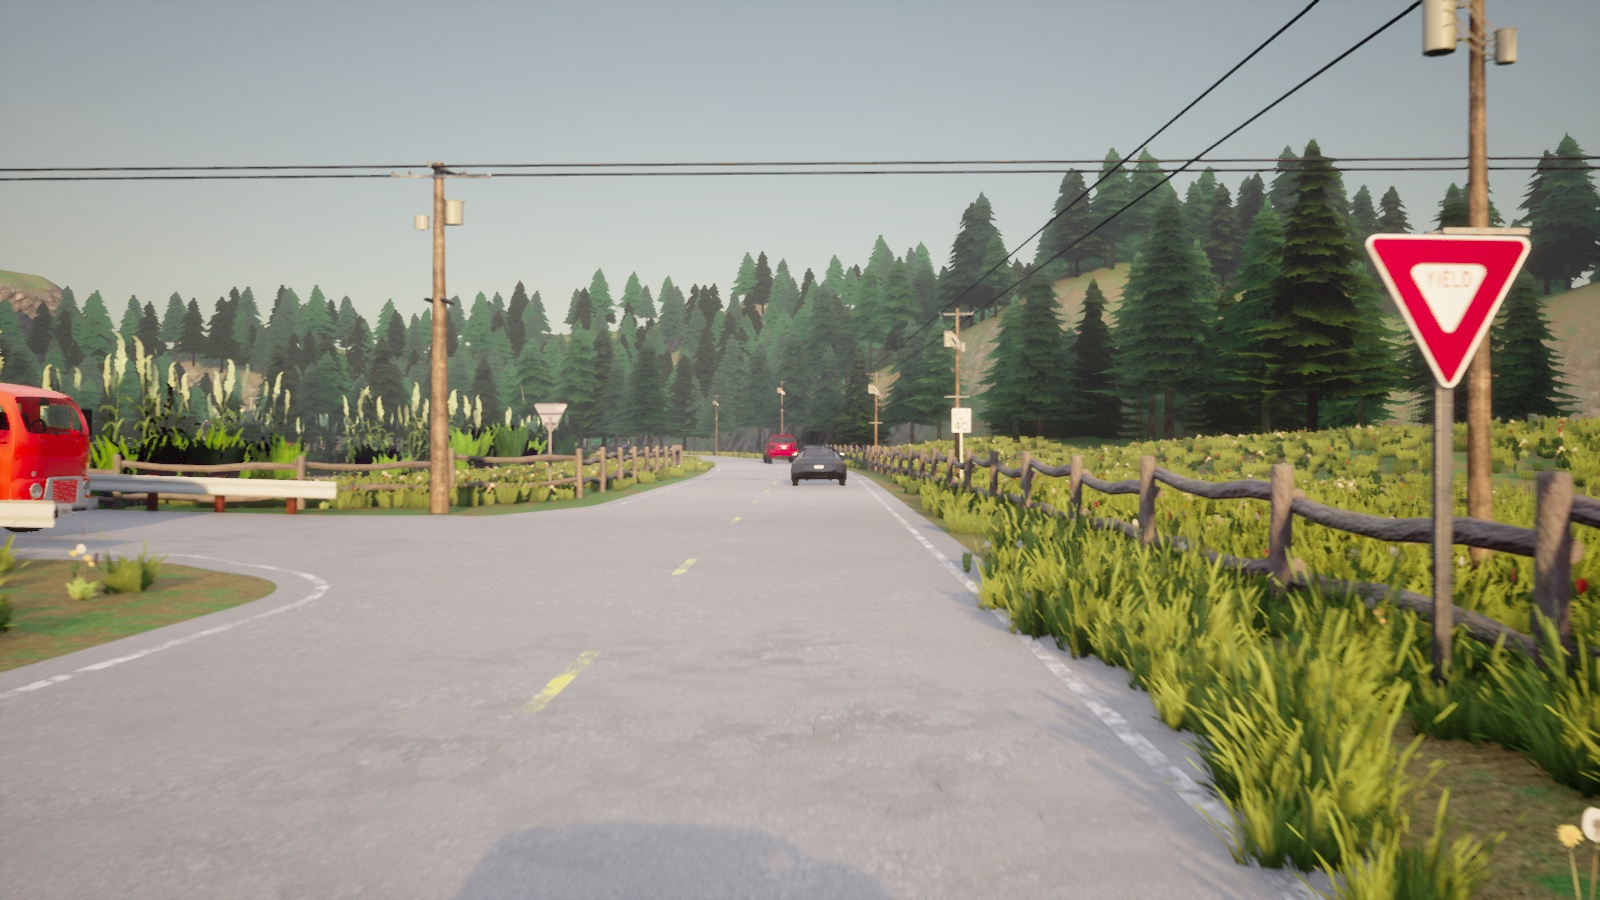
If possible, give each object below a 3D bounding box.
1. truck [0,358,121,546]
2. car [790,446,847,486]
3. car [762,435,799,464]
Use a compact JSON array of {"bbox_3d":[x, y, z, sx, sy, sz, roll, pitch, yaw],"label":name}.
[{"bbox_3d":[-12.988,-0.052,17.838,5.204,2.467,2.627,2,0,2],"label":"truck"},{"bbox_3d":[0.680,0.544,45.732,1.994,1.385,4.181,0,0,1],"label":"car"},{"bbox_3d":[-1.447,-0.064,90.440,2.150,2.045,5.566,0,0,-7],"label":"car"}]
